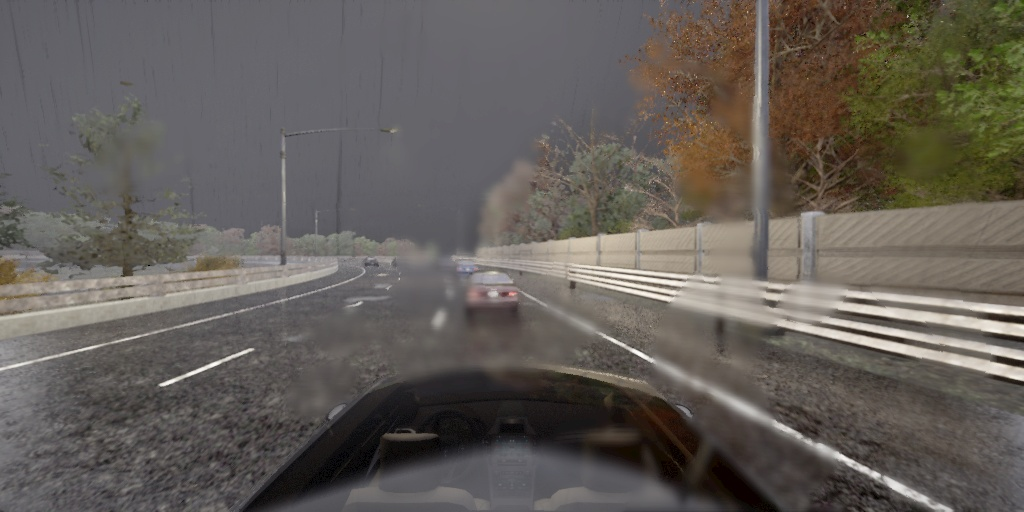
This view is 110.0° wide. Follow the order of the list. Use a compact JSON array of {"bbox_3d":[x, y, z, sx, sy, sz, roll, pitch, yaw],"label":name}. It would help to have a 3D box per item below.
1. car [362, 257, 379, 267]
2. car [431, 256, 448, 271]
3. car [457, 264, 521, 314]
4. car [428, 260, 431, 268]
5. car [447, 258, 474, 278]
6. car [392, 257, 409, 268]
[{"bbox_3d":[-21.399,0.882,54.054,1.812,1.442,4.674,0,0,-30],"label":"car"},{"bbox_3d":[-7.904,0.987,42.104,2.033,1.411,5.357,0,0,-19],"label":"car"},{"bbox_3d":[-0.834,1.207,13.330,2.033,1.411,5.357,0,0,-7],"label":"car"},{"bbox_3d":[-10.204,0.894,48.901,1.837,1.490,4.892,0,1,-19],"label":"car"},{"bbox_3d":[-4.022,1.075,30.382,2.033,1.411,5.357,0,0,-15],"label":"car"},{"bbox_3d":[-16.085,0.863,51.604,2.128,1.511,4.902,0,0,-27],"label":"car"}]
